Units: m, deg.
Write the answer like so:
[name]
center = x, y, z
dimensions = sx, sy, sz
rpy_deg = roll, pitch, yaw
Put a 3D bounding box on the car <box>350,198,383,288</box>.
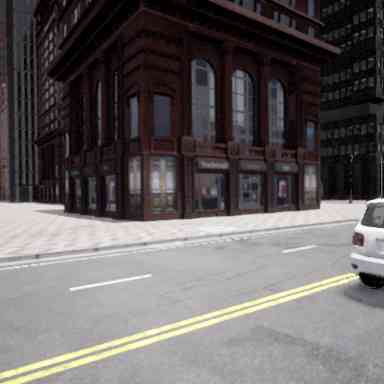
[car]
center = 5.920, 1.112, 7.690
dimensions = 5.566, 2.045, 2.150
rpy_deg = -1, 0, -35
